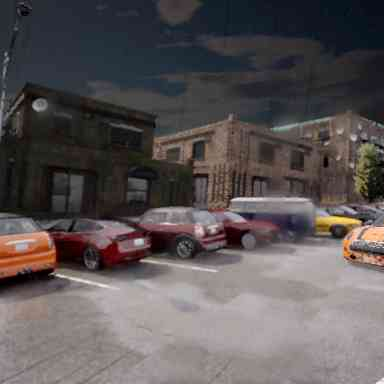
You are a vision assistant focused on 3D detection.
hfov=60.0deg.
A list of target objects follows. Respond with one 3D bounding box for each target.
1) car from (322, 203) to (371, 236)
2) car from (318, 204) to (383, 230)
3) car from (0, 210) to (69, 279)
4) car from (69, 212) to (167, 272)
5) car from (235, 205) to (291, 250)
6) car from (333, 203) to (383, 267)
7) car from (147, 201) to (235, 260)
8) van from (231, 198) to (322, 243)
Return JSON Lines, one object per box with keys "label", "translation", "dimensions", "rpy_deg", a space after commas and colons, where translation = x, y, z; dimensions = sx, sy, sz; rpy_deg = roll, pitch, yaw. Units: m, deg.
{"label": "car", "translation": [6.223, 1.493, 17.668], "dimensions": [5.366, 1.575, 1.946], "rpy_deg": [-1, -1, 34]}
{"label": "car", "translation": [10.832, 1.537, 21.220], "dimensions": [4.792, 1.488, 2.163], "rpy_deg": [-1, -1, 34]}
{"label": "car", "translation": [-5.776, 1.347, 9.024], "dimensions": [4.553, 1.767, 2.185], "rpy_deg": [-1, -1, 34]}
{"label": "car", "translation": [-3.449, 1.507, 10.808], "dimensions": [4.792, 1.488, 2.163], "rpy_deg": [-1, -1, 34]}
{"label": "car", "translation": [1.324, 1.488, 14.299], "dimensions": [5.008, 1.535, 2.097], "rpy_deg": [-1, -1, 34]}
{"label": "car", "translation": [6.982, 1.371, 10.801], "dimensions": [4.553, 1.767, 2.097], "rpy_deg": [0, 0, -33]}
{"label": "car", "translation": [-1.026, 1.357, 12.525], "dimensions": [4.553, 1.767, 2.185], "rpy_deg": [-1, -1, 34]}
{"label": "van", "translation": [3.599, 1.269, 16.102], "dimensions": [4.442, 1.987, 1.878], "rpy_deg": [-1, -1, 34]}
